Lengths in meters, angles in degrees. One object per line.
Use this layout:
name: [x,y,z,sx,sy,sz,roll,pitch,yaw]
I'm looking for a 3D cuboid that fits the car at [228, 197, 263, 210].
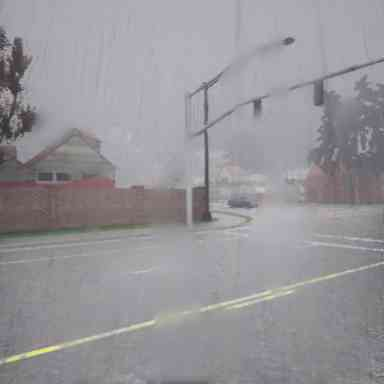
car: [6.496,1.356,40.611,2.128,1.511,4.902,-1,1,-37]
